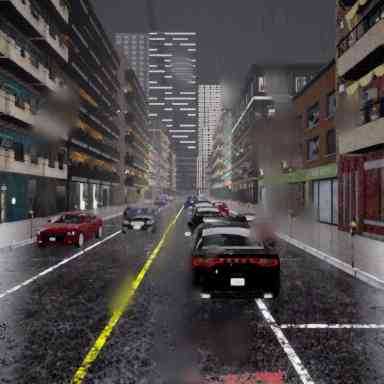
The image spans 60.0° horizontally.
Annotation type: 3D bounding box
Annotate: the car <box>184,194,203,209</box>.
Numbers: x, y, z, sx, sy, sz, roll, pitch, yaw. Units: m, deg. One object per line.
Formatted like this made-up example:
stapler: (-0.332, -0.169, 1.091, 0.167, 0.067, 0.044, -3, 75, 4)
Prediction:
car: (0.039, 1.382, 46.097, 2.097, 1.767, 4.553, 0, 0, 0)

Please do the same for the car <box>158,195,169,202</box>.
car: (-5.278, 1.586, 54.720, 1.887, 1.381, 4.507, 1, 0, 0)

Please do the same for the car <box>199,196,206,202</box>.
car: (2.618, 1.620, 83.344, 1.752, 1.417, 4.829, 0, 0, 0)

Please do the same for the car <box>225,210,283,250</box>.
car: (2.580, 1.587, 14.897, 1.802, 1.307, 4.206, 1, 0, 0)

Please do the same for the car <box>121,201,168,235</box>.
car: (-2.740, 1.498, 19.045, 2.128, 1.511, 4.902, 0, 0, 0)

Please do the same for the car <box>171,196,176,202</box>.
car: (-5.266, 1.627, 77.479, 1.887, 1.381, 4.507, 0, 0, 0)

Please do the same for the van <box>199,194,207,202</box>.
van: (2.616, 1.424, 77.484, 1.690, 1.788, 3.998, 0, 0, 0)

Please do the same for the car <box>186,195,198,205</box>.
car: (0.033, 1.400, 59.536, 2.097, 1.767, 4.553, 0, 0, 0)

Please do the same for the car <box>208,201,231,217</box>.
car: (2.590, 1.599, 31.967, 1.802, 1.307, 4.206, 1, 0, 0)

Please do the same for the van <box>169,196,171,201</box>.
van: (-5.273, 1.391, 60.409, 1.690, 1.788, 3.998, 1, 0, 0)

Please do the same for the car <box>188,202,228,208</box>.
car: (0.835, 1.512, 18.511, 1.837, 1.490, 4.892, 0, 0, 0)

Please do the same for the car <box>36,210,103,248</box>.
car: (-5.299, 1.550, 14.890, 1.887, 1.381, 4.507, 1, 0, 0)

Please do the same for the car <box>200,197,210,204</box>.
car: (2.608, 1.641, 66.104, 1.802, 1.307, 4.206, 0, 0, 0)

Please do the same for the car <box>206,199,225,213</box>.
car: (2.593, 1.567, 37.657, 1.887, 1.381, 4.507, 1, 0, 0)

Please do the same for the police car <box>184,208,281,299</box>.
police car: (0.830, 1.428, 8.620, 1.930, 1.638, 5.238, 0, 0, 0)

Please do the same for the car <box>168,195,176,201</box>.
car: (-5.260, 1.652, 88.858, 1.887, 1.381, 4.507, 0, 0, 0)

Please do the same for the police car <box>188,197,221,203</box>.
police car: (0.839, 1.437, 24.621, 1.930, 1.638, 5.238, 0, 0, 0)

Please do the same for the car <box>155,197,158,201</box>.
car: (-5.287, 1.547, 37.480, 1.752, 1.417, 4.829, 1, 0, 0)
